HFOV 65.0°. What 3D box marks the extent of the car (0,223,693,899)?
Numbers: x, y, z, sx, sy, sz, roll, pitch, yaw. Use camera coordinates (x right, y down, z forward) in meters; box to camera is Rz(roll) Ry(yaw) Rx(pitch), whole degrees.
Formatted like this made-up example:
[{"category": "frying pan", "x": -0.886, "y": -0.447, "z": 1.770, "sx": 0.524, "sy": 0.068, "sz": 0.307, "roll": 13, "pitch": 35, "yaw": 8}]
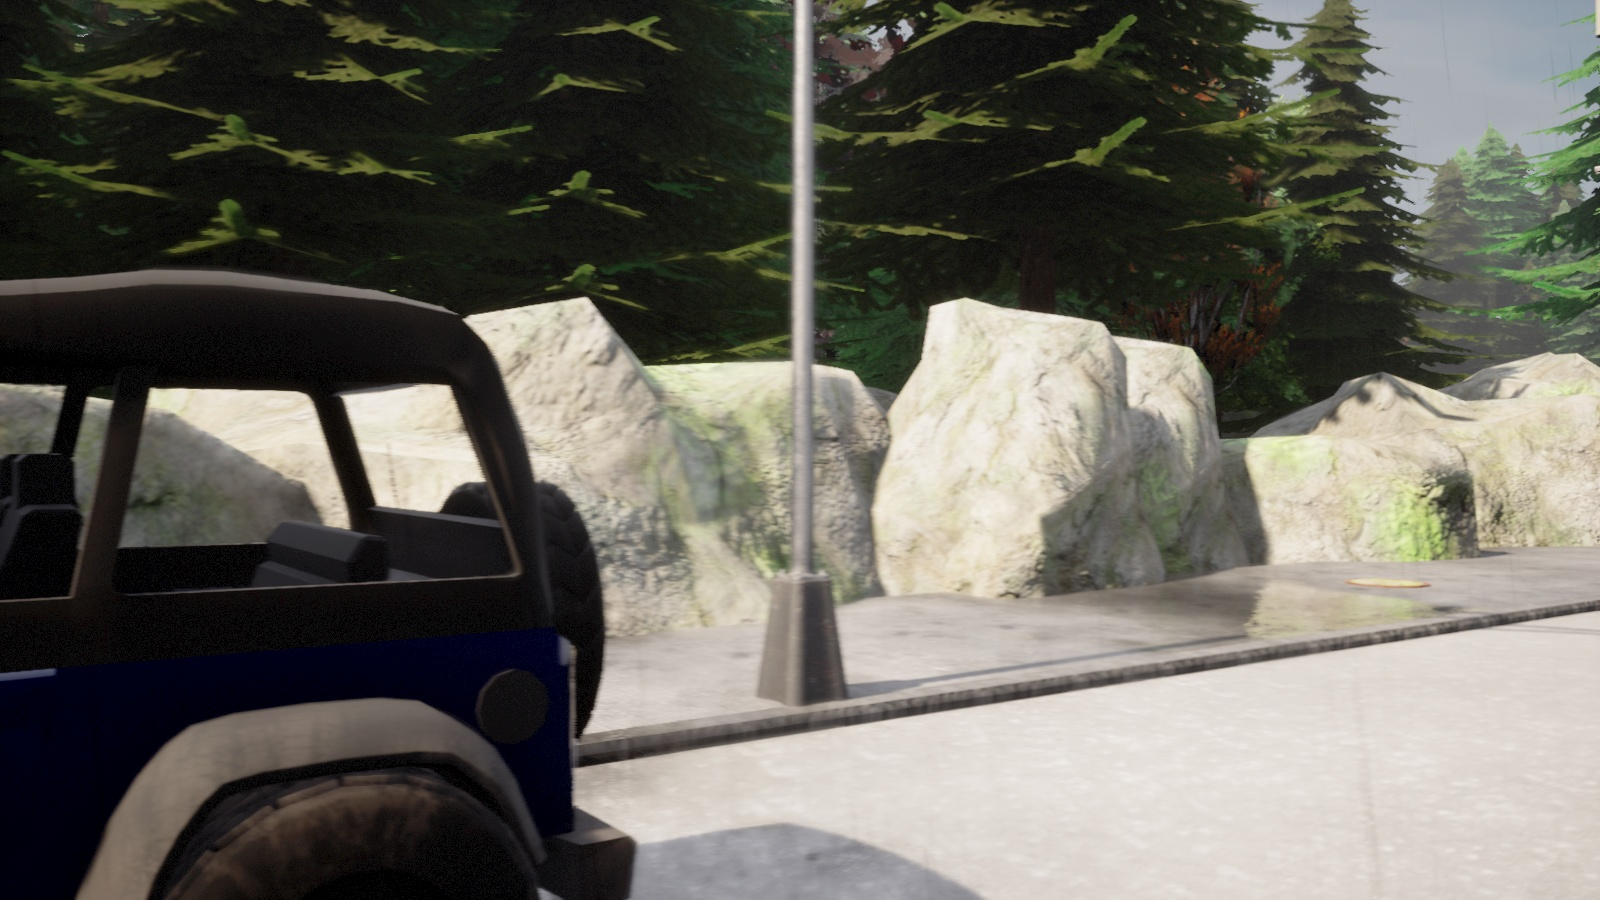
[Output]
[{"category": "car", "x": -2.381, "y": 0.552, "z": 2.612, "sx": 3.866, "sy": 1.878, "sz": 1.905, "roll": 0, "pitch": 0, "yaw": -35}]
